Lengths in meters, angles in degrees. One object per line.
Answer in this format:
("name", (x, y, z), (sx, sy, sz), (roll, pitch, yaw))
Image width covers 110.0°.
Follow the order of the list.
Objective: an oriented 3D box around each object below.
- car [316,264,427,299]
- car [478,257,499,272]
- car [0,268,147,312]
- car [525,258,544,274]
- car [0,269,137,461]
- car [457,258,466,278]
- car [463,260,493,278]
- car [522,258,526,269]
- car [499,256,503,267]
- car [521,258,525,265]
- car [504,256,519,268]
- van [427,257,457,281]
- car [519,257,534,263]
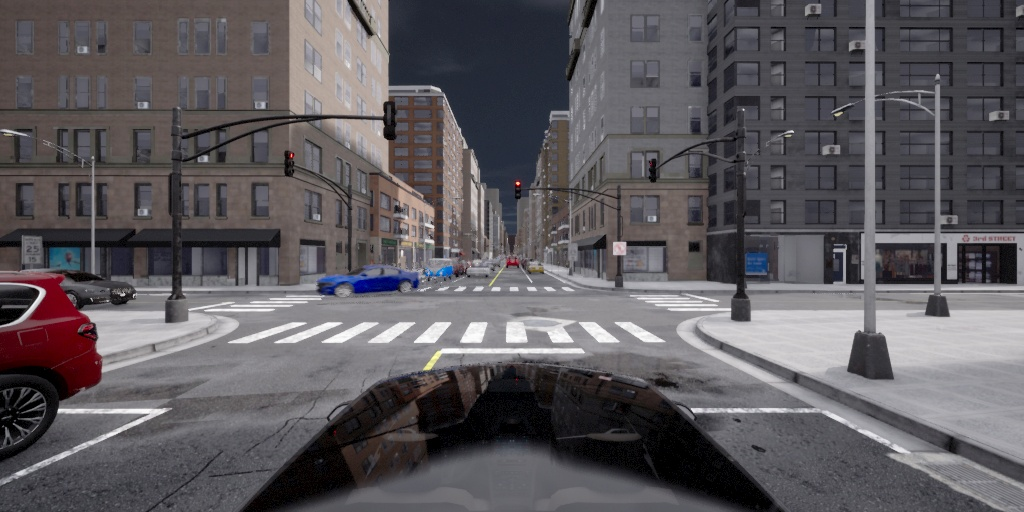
("car", (-7.245, 1.226, 18.454), (5.008, 1.535, 1.882), (0, 1, -43))
("car", (-3.079, 1.235, 45.443), (2.128, 1.511, 4.902), (0, 0, 0))
("car", (-17.571, 1.265, 13.872), (4.892, 1.490, 1.837), (0, 0, -2))
("car", (2.682, 1.272, 40.483), (1.751, 1.417, 4.829), (0, 0, 0))
("car", (-5.858, 1.065, 2.153), (2.192, 1.841, 5.009), (0, 0, 0))
("car", (-5.846, 1.062, 34.697), (2.192, 1.841, 5.009), (0, 0, 0))
("car", (-3.089, 1.348, 33.758), (1.895, 1.301, 4.718), (0, 0, 0))
("car", (2.685, 1.296, 45.908), (2.007, 1.370, 4.403), (0, 0, 0))
("car", (-2.983, 1.253, 63.323), (1.837, 1.490, 4.892), (0, 0, 0))
("car", (2.687, 1.310, 51.502), (1.948, 1.339, 4.313), (0, 0, 0))
("car", (0.121, 0.964, 60.989), (2.150, 2.045, 5.566), (0, 0, 0))
("van", (-5.848, 1.088, 29.101), (1.690, 1.789, 3.998), (0, 0, 0))
("car", (2.689, 1.058, 57.096), (2.192, 1.841, 5.009), (0, 0, 0))
